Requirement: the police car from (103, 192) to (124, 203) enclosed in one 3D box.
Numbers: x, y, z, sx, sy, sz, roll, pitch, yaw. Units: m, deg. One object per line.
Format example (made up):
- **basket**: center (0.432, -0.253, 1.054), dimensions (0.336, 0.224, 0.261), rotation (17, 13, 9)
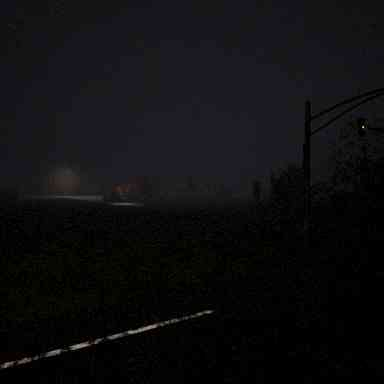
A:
- **police car**: center (-11.734, 0.821, 49.841), dimensions (2.038, 1.542, 4.974), rotation (1, 0, -32)
